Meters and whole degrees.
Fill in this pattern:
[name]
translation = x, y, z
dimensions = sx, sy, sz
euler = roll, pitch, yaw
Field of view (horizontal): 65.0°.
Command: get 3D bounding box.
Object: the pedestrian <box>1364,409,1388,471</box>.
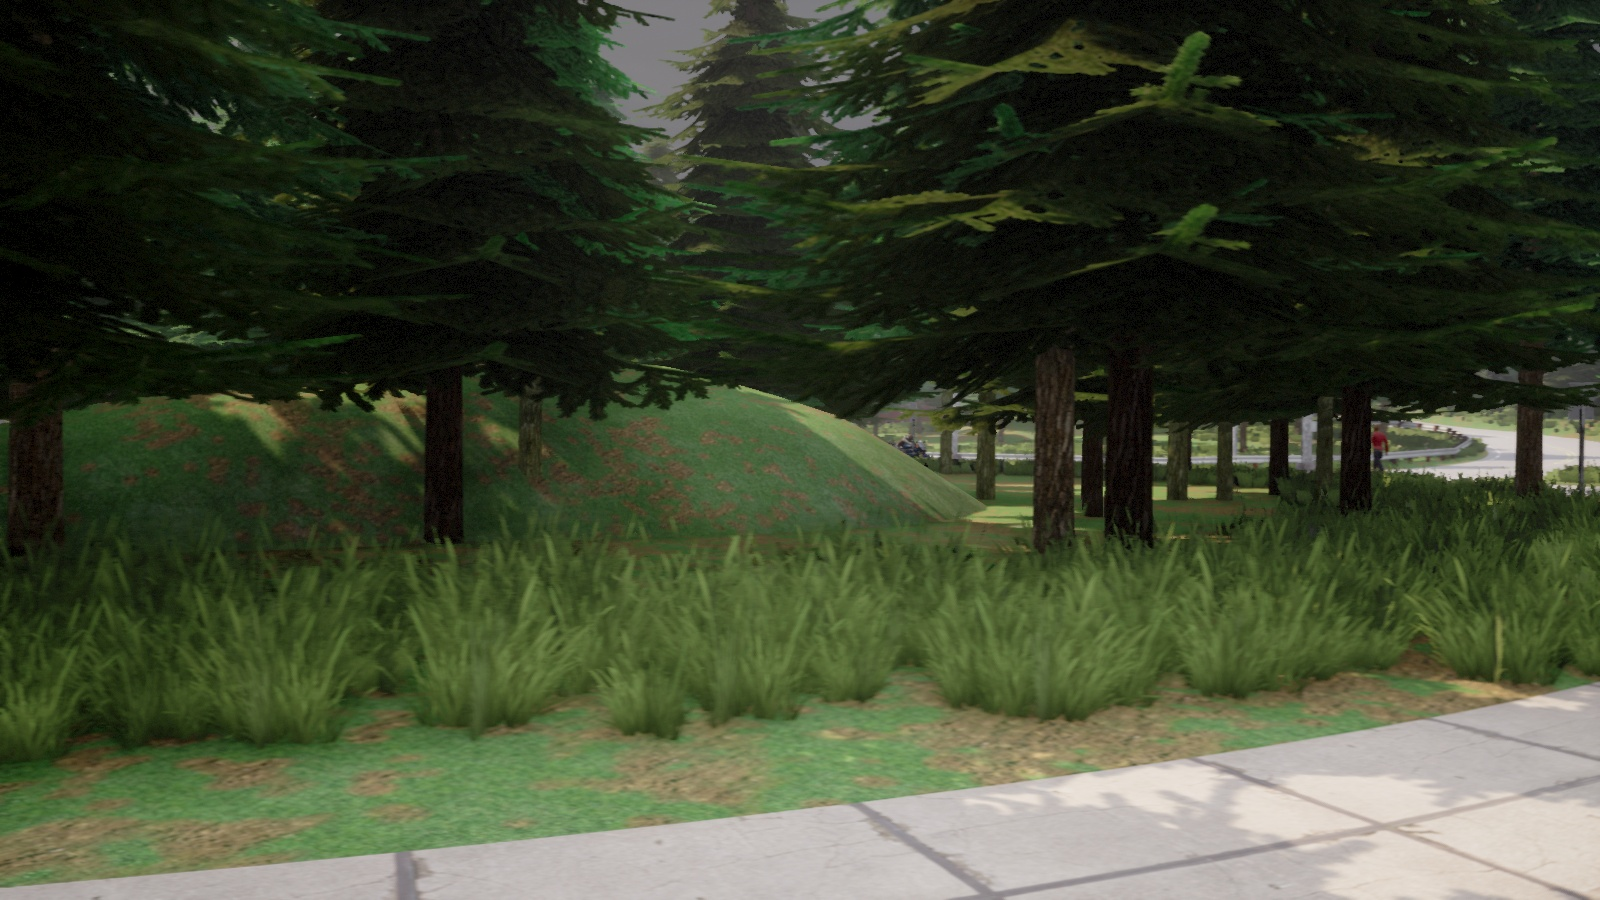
[pedestrian]
translation = 17.441, -0.299, 38.041
dimensions = 0.331, 1.846, 0.636
euler = -1, 1, -11

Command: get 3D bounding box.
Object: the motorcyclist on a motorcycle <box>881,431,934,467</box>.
[motorcyclist on a motorcycle]
translation = 4.741, -0.040, 55.513
dimensions = 2.191, 1.530, 0.866
euler = 0, 1, 33
